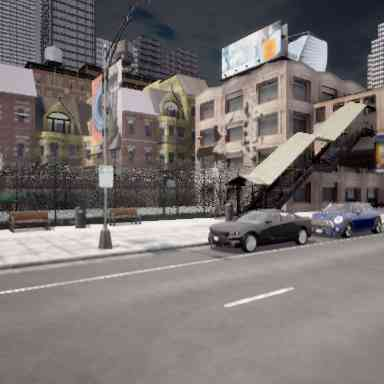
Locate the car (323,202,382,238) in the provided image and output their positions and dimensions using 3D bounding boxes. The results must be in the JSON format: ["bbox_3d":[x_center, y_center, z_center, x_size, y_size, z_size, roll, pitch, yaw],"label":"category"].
[{"bbox_3d":[8.075,1.333,17.662,4.553,1.767,2.185,0,0,-36],"label":"car"}]

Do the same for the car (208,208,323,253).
[{"bbox_3d":[2.925,1.458,13.817,5.008,1.535,2.097,0,0,-36],"label":"car"}]
